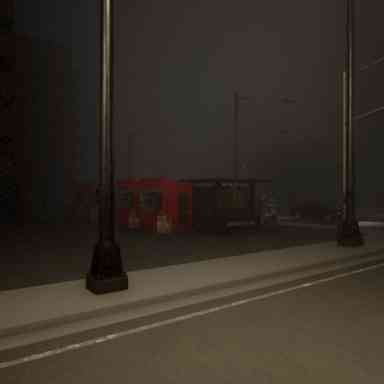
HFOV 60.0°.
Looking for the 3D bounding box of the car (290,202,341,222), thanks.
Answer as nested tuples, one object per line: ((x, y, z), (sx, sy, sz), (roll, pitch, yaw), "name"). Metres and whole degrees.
((10.466, 1.612, 27.557), (1.837, 1.490, 4.892), (0, -1, -36), "car")
